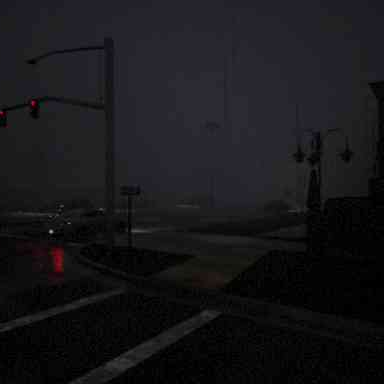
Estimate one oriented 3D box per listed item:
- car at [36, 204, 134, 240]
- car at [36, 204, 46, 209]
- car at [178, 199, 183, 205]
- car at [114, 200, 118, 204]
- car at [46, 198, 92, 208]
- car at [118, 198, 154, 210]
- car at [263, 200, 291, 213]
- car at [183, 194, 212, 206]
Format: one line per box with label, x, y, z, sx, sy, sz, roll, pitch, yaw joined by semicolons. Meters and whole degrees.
car;-5.373;1.591;17.394;1.812;1.442;4.674;-1;-1;29
car;-16.288;1.690;39.938;1.812;1.442;4.674;0;0;36
car;-0.569;1.515;61.413;2.097;1.767;4.553;0;0;37
car;-10.204;1.727;48.273;1.994;1.385;4.181;0;0;36
car;-13.557;1.500;37.754;2.097;1.767;4.553;0;0;36
car;-7.405;1.625;46.185;1.882;1.535;5.008;0;0;36
car;9.635;1.589;37.842;1.812;1.442;4.674;0;0;36
car;1.472;1.368;58.299;2.150;2.045;5.566;0;0;37
